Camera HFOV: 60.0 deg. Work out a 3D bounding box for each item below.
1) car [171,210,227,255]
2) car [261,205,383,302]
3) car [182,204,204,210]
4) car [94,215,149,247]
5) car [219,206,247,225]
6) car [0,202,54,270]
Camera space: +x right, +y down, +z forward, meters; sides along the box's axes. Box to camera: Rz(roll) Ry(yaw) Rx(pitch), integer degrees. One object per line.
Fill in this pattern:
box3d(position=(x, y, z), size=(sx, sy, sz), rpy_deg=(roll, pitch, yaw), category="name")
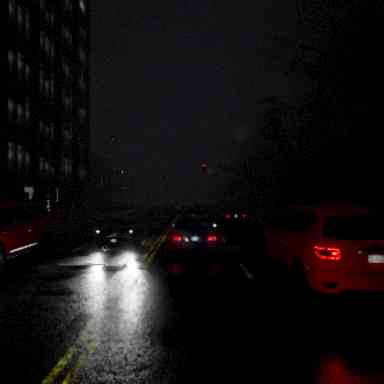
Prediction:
box3d(position=(0.097, 1.732, 14.205), size=(2.033, 1.411, 5.357), rpy_deg=(0, -1, 0), category="car")
box3d(position=(3.342, 1.336, 8.685), size=(2.150, 2.045, 5.566), rpy_deg=(0, -1, 0), category="car")
box3d(position=(0.102, 1.900, 31.358), size=(2.128, 1.511, 4.902), rpy_deg=(0, -1, 0), category="car")
box3d(position=(-3.348, 1.817, 16.506), size=(1.895, 1.301, 4.718), rpy_deg=(0, -1, 0), category="car")
box3d(position=(3.351, 1.910, 27.835), size=(2.033, 1.411, 5.357), rpy_deg=(0, -1, 0), category="car")
box3d(position=(-6.599, 1.369, 11.155), size=(2.150, 2.045, 5.566), rpy_deg=(0, -1, 0), category="car")
